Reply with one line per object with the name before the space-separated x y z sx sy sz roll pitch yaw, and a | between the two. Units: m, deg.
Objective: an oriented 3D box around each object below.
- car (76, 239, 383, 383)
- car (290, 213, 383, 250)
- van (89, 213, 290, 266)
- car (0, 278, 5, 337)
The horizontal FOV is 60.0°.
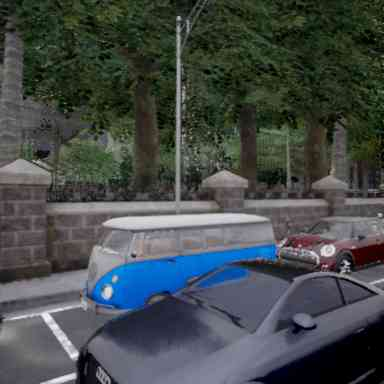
car | 0.844 1.576 3.979 4.181 1.385 1.994 0 0 -36
car | 4.340 1.476 9.856 4.097 1.590 1.967 0 0 -35
van | -0.063 1.356 6.716 3.998 1.788 1.690 0 0 -35
car | -4.467 1.560 3.577 4.313 1.339 1.947 0 0 -35
